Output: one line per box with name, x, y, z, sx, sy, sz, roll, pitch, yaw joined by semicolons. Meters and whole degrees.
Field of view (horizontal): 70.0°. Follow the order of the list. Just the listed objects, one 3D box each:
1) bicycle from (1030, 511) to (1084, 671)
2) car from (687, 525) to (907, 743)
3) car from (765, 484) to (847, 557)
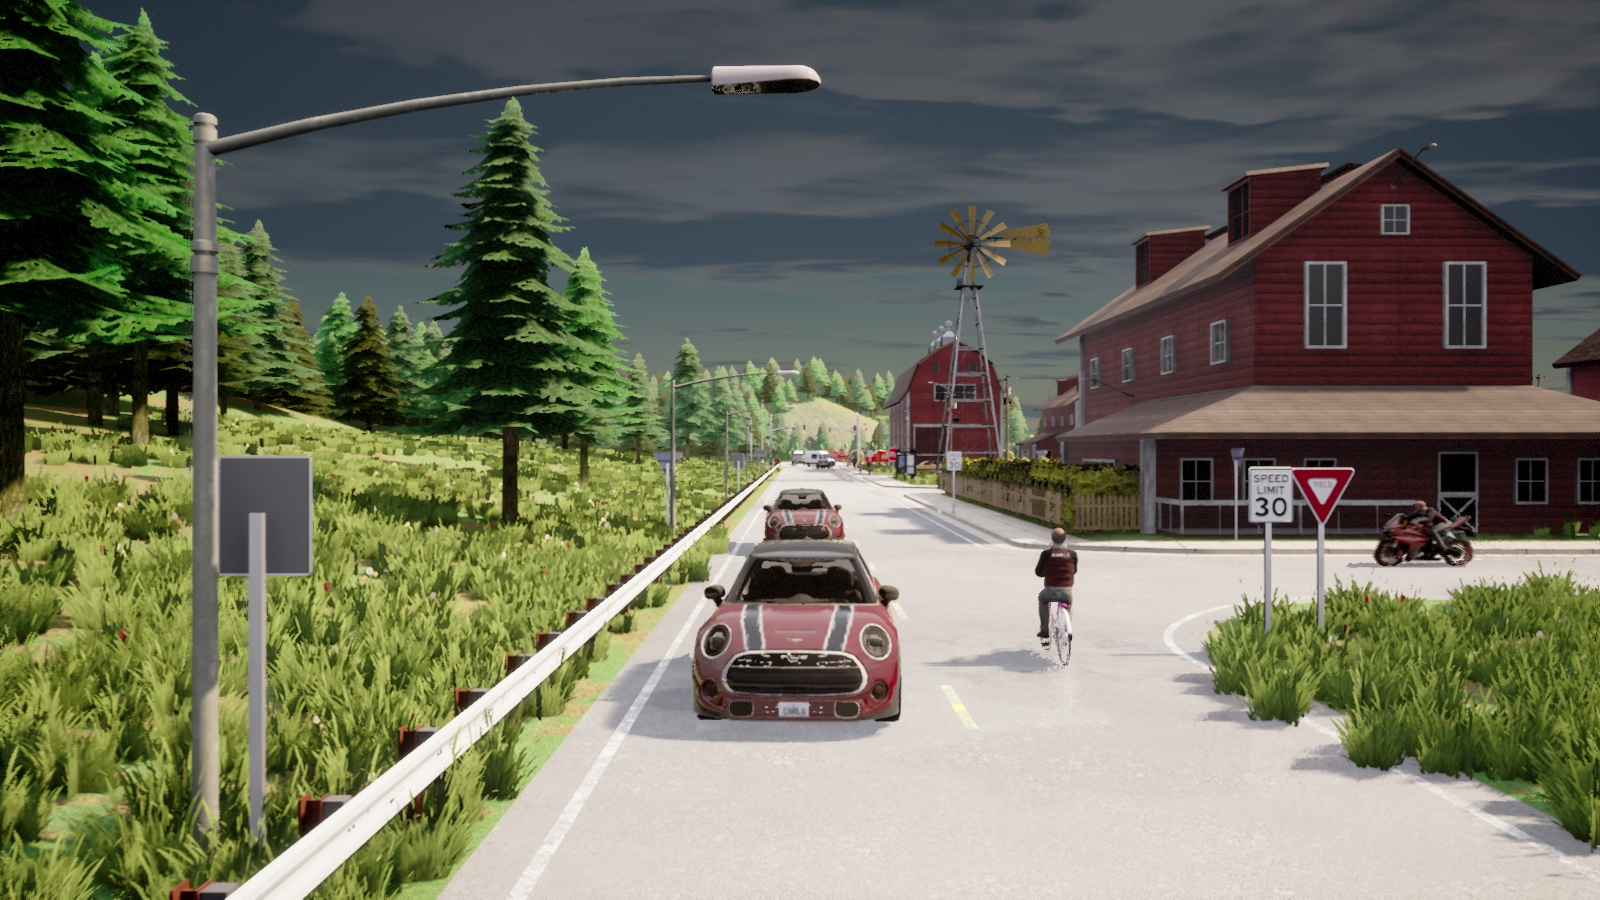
bicycle;3.422;1.826;15.323;0.329;1.919;1.835;0;0;0
car;0.063;1.898;13.171;2.097;1.767;4.553;0;0;2
car;0.093;1.880;31.788;2.097;1.767;4.553;0;0;-2
